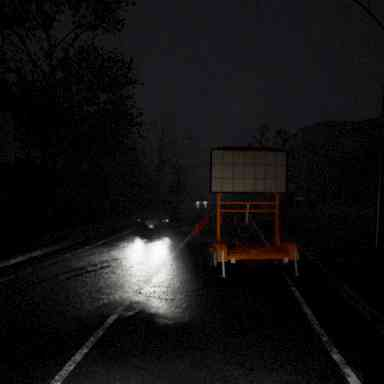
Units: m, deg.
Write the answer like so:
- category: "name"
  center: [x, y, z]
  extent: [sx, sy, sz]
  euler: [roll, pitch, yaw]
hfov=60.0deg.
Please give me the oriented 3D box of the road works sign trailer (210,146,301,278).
- category: "road works sign trailer"
  center: [1.671, 0.441, 10.173]
  extent: [2.380, 3.560, 2.880]
  euler: [1, 0, -7]

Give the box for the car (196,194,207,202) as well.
- category: "car"
  center: [1.888, 1.227, 66.635]
  extent: [1.812, 1.442, 4.674]
  euler: [0, 0, -4]

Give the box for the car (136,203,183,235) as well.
- category: "car"
  center: [-1.669, 1.386, 18.476]
  extent: [2.128, 1.511, 4.902]
  euler: [1, 0, 7]
